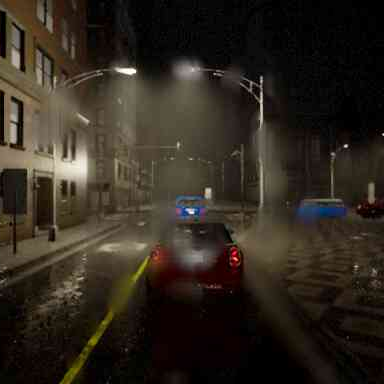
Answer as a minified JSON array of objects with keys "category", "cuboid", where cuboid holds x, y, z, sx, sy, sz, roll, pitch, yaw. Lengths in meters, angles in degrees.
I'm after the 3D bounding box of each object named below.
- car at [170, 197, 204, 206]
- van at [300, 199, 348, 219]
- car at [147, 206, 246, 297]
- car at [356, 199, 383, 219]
[{"category":"car","cuboid":[-0.285,1.365,23.086,2.150,2.045,5.566,0,0,-5]},{"category":"van","cuboid":[11.696,1.558,29.674,3.998,1.788,1.690,0,0,-1]},{"category":"car","cuboid":[0.091,1.407,8.868,2.097,1.767,4.553,0,0,0]},{"category":"car","cuboid":[17.336,1.531,29.766,5.009,1.841,2.192,0,0,-1]}]
